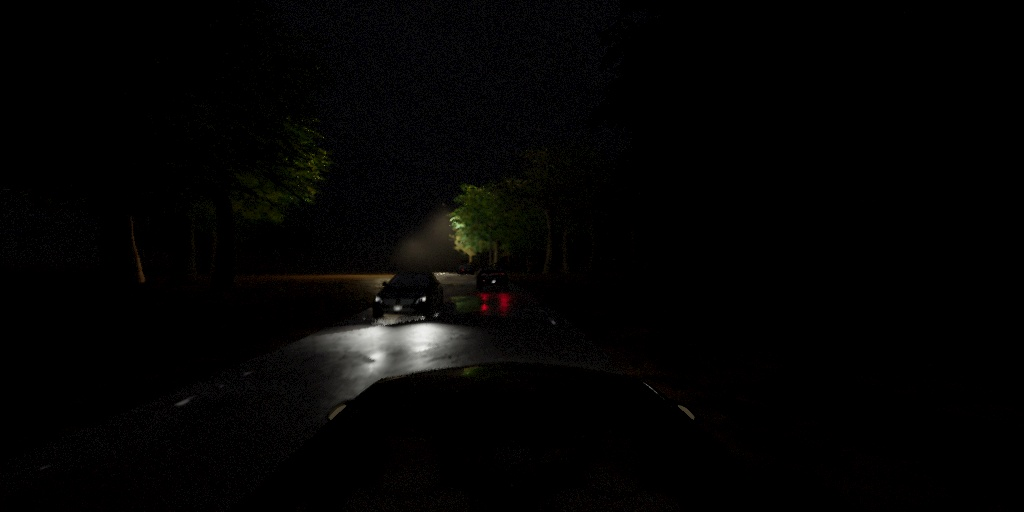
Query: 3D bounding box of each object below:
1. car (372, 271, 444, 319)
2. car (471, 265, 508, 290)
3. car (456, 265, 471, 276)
[{"bbox_3d":[-3.583,1.294,13.081,1.812,1.442,4.674,0,0,-4],"label":"car"},{"bbox_3d":[-1.366,1.308,23.157,2.128,1.511,4.902,0,-1,-7],"label":"car"},{"bbox_3d":[-6.256,1.867,47.845,2.033,1.411,5.357,-1,-2,-16],"label":"car"}]
